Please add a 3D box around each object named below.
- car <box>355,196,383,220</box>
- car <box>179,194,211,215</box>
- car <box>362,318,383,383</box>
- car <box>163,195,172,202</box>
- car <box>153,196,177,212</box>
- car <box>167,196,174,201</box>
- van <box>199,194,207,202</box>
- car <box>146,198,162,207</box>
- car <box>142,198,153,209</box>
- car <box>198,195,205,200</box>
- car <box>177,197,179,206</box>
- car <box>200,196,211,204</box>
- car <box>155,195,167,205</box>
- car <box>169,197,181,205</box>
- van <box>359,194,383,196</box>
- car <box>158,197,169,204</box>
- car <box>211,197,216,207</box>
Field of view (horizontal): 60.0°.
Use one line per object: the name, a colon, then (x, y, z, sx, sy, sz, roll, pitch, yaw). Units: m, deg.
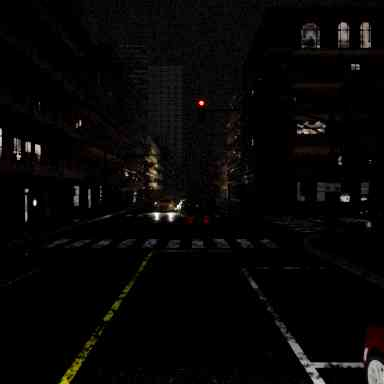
car: (15.018, 1.225, 24.816, 4.892, 1.490, 1.837, -2, 1, -1)
car: (0.205, 1.355, 33.751, 2.097, 1.767, 4.553, 0, 0, -8)
car: (2.684, 1.544, 1.819, 1.887, 1.381, 4.507, 0, 0, 0)
car: (-5.738, 1.561, 78.289, 1.752, 1.417, 4.829, -1, 0, 0)
car: (-3.117, 1.483, 39.313, 1.882, 1.535, 5.008, 0, 0, 0)
car: (-5.743, 1.631, 89.515, 1.802, 1.307, 4.206, -1, 0, 0)
van: (2.640, 1.377, 78.458, 1.690, 1.788, 3.998, -1, 0, 0)
car: (-5.723, 1.579, 50.819, 1.947, 1.339, 4.313, 0, 0, 0)
car: (-5.719, 1.560, 45.292, 2.008, 1.369, 4.403, 0, 0, 0)
car: (2.633, 1.600, 95.042, 1.887, 1.381, 4.507, -1, 0, 0)
car: (-3.120, 1.560, 49.711, 2.033, 1.411, 5.357, 0, 0, 0)
car: (2.649, 1.576, 67.402, 2.008, 1.369, 4.403, -1, 0, 0)
car: (-5.730, 1.461, 61.875, 1.967, 1.590, 4.097, -1, 0, 0)
car: (-3.102, 1.620, 60.072, 1.895, 1.301, 4.718, 0, 0, 1)
van: (15.628, 1.035, 27.397, 3.998, 1.788, 1.690, -1, 1, -1)
car: (-5.732, 1.608, 67.403, 1.802, 1.307, 4.206, -1, 0, 0)
car: (2.656, 1.453, 50.819, 1.967, 1.590, 4.097, -1, 0, 0)
